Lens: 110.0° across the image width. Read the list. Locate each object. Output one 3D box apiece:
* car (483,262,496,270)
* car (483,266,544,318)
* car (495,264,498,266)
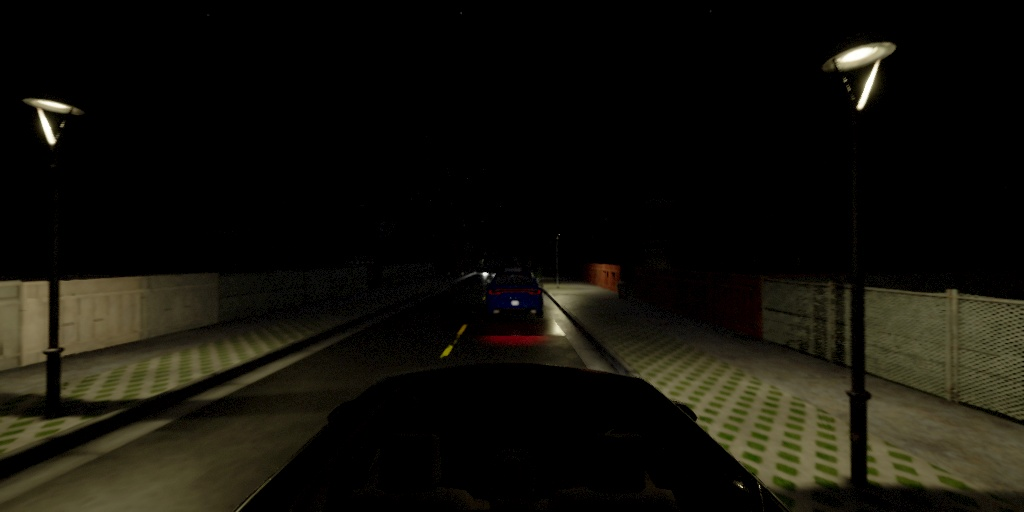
[{"bbox_3d":[-2.807,1.512,48.497,1.812,1.442,4.674,0,-1,0],"label":"car"},{"bbox_3d":[0.050,1.287,13.359,1.882,1.535,5.008,0,0,-1],"label":"car"},{"bbox_3d":[0.025,1.428,27.202,2.033,1.411,5.357,0,0,1],"label":"car"}]
